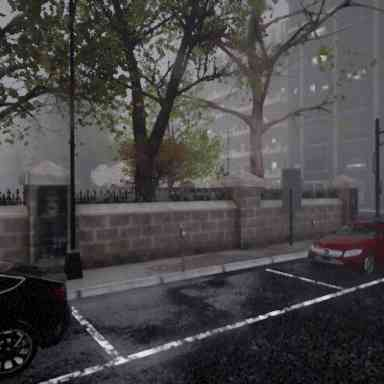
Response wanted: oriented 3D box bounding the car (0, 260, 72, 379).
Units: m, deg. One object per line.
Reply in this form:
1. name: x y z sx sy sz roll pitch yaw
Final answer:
1. car: -3.696 1.567 3.955 4.313 1.339 1.947 0 0 -35

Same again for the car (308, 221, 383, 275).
1. car: 5.384 1.574 10.286 4.206 1.307 1.802 0 0 -35
